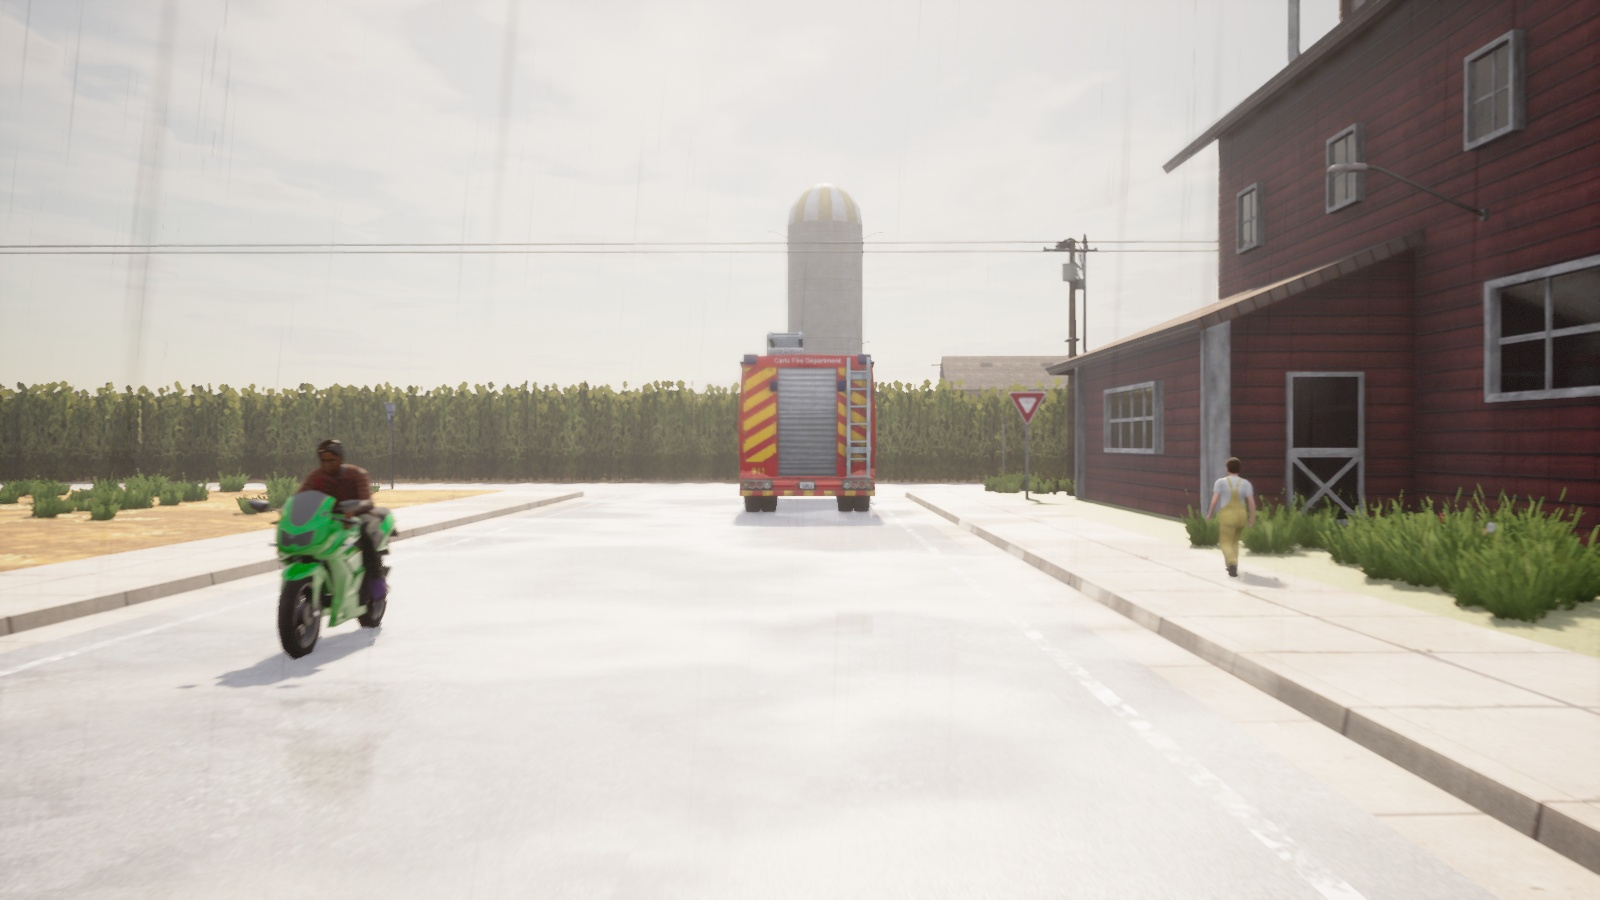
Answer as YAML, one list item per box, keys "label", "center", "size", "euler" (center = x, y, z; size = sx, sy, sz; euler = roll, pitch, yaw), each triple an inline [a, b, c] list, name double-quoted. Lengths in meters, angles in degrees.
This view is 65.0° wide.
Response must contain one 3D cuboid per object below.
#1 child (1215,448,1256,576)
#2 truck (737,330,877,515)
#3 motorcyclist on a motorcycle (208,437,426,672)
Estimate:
- label: "child"
  center: [4.387, 0.617, 12.655]
  size: [0.270, 1.263, 0.437]
  euler: [0, 0, 3]
- label: "truck"
  center: [0.166, -0.587, 30.223]
  size: [2.891, 3.827, 8.468]
  euler: [0, 0, 0]
- label: "motorcyclist on a motorcycle"
  center: [-3.439, 0.674, 9.172]
  size: [0.797, 1.523, 2.044]
  euler: [0, 0, 0]
